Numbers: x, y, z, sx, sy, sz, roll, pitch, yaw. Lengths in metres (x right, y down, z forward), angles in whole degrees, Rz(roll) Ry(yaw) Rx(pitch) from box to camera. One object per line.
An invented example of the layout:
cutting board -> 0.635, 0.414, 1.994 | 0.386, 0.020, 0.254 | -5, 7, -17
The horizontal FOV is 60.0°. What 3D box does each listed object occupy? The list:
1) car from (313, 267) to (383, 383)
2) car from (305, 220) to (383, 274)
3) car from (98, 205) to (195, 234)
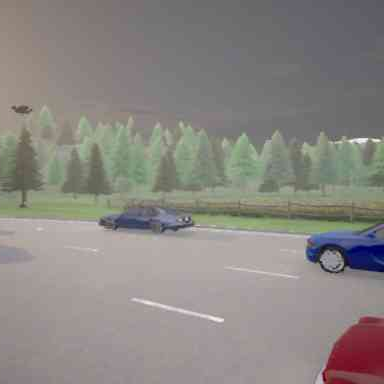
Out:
car -> 3.117, 1.575, 1.742 | 4.718, 1.301, 1.895 | 0, 1, 36
car -> 5.535, 1.391, 8.581 | 5.008, 1.535, 1.882 | 0, 0, 35
car -> -2.507, 1.407, 17.956 | 5.357, 1.411, 2.033 | 0, 0, 27
